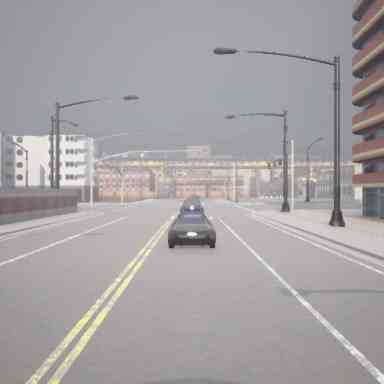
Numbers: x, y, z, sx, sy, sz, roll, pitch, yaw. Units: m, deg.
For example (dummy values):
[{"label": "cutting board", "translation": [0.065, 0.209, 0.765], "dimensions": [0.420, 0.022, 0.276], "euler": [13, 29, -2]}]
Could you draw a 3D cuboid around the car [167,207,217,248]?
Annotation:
[{"label": "car", "translation": [0.000, 1.571, 14.650], "dimensions": [1.994, 1.385, 4.181], "euler": [0, 0, 0]}]

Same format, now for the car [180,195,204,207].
[{"label": "car", "translation": [0.000, 1.365, 29.620], "dimensions": [2.097, 1.767, 4.553], "euler": [0, 0, 0]}]
